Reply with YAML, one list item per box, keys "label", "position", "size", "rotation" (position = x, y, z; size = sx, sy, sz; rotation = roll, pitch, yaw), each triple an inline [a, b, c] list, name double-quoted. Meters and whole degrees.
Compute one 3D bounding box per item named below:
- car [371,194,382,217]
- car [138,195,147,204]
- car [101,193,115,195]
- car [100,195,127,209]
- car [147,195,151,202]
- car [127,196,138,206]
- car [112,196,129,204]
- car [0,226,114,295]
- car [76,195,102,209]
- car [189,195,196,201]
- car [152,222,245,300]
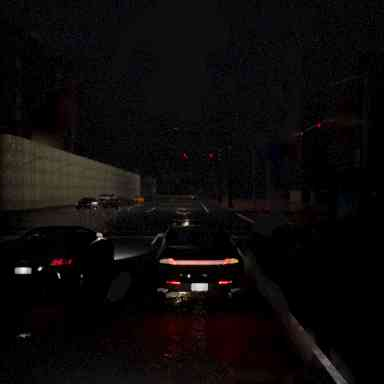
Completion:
- label: "car"
  position: [15.151, 1.216, 28.548]
  size: [5.566, 2.045, 2.150]
  rotation: [0, 0, 0]
- label: "car"
  position: [-10.429, 1.465, 63.906]
  size: [1.882, 1.535, 5.008]
  rotation: [0, 0, 1]
- label: "car"
  position: [-13.992, 1.211, 54.586]
  size: [2.150, 2.045, 5.566]
  rotation: [0, 0, 1]
- label: "car"
  position: [-10.510, 1.517, 44.696]
  size: [1.812, 1.442, 4.674]
  rotation: [0, 0, 0]
- label: "car"
  position: [-10.365, 1.459, 74.066]
  size: [1.882, 1.535, 5.008]
  rotation: [0, 0, 0]
- label: "car"
  position: [-10.487, 1.590, 53.803]
  size: [1.895, 1.301, 4.718]
  rotation: [0, 0, 0]
- label: "car"
  position: [-13.905, 1.534, 65.211]
  size: [2.033, 1.411, 5.357]
  rotation: [0, 0, 1]
- label: "car"
  position: [-3.409, 1.562, 8.743]
  size: [1.994, 1.385, 4.181]
  rotation: [0, 0, 0]
- label: "car"
  position: [-14.009, 1.496, 44.732]
  size: [1.837, 1.490, 4.892]
  rotation: [0, 0, 0]
- label: "car"
  position: [0.155, 1.508, 84.938]
  size: [2.128, 1.511, 4.902]
  rotation: [0, 0, 0]
- label: "car"
  position: [0.099, 1.490, 8.387]
  size: [2.128, 1.511, 4.902]
  rotation: [0, 0, -1]
